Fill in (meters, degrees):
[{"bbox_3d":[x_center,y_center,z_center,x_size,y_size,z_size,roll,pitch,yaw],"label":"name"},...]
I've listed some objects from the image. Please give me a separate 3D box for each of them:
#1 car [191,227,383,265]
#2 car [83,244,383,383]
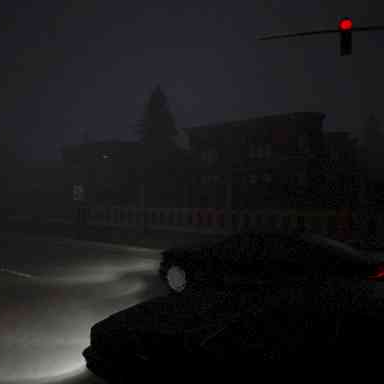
[{"bbox_3d":[1.506,1.506,7.217,5.008,1.535,1.882,-1,0,35],"label":"car"},{"bbox_3d":[1.343,1.553,3.034,5.357,1.411,2.033,-1,0,35],"label":"car"}]
